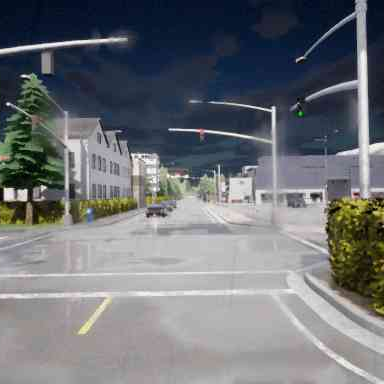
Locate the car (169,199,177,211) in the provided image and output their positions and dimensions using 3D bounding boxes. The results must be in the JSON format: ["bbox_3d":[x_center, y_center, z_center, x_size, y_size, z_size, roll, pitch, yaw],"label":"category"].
[{"bbox_3d":[-3.572,1.885,44.863,2.128,1.511,4.902,-1,-1,0],"label":"car"}]

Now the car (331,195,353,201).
[{"bbox_3d":[25.507,1.398,56.516,2.152,1.636,5.027,-1,-1,0],"label":"car"}]

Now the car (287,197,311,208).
[{"bbox_3d":[15.444,1.629,49.122,2.007,1.523,4.514,-1,-1,0],"label":"car"}]

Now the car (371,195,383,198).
[{"bbox_3d":[19.128,1.183,31.253,1.905,1.878,3.866,-1,-1,0],"label":"car"}]

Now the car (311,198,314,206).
[{"bbox_3d":[19.092,1.573,56.179,1.970,1.475,3.806,-1,-1,0],"label":"car"}]

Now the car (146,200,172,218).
[{"bbox_3d":[-3.588,1.844,34.567,2.033,1.411,5.357,-1,-1,0],"label":"car"}]

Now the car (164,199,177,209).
[{"bbox_3d":[-3.523,1.995,55.276,1.837,1.490,4.892,-1,-1,0],"label":"car"}]
